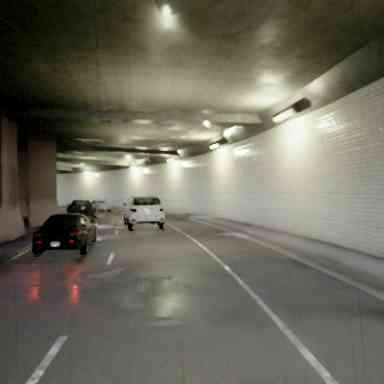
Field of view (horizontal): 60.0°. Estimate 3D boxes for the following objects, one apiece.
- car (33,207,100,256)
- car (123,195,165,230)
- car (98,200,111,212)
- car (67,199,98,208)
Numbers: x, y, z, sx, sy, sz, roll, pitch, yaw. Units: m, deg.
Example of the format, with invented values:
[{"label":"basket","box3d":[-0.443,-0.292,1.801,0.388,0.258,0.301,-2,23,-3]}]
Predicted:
[{"label":"car","box3d":[-4.960,1.572,13.336,1.812,1.442,4.674,-1,0,-10]},{"label":"car","box3d":[-3.170,1.232,21.414,2.150,2.045,5.566,-1,0,-15]},{"label":"car","box3d":[-10.861,1.616,38.348,1.812,1.442,4.674,-1,0,-35]},{"label":"car","box3d":[-10.308,1.445,30.651,2.097,1.767,4.553,-1,0,-25]}]
